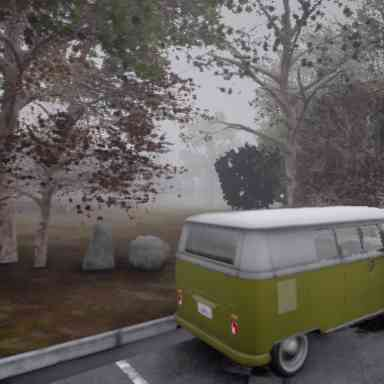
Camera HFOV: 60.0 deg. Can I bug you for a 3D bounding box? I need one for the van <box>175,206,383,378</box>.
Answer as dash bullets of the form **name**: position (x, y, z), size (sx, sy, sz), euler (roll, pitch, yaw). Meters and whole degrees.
- **van**: position (1.982, 1.257, 5.467), size (4.442, 1.987, 1.878), euler (0, 0, -33)
